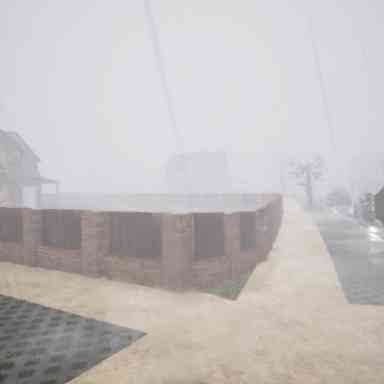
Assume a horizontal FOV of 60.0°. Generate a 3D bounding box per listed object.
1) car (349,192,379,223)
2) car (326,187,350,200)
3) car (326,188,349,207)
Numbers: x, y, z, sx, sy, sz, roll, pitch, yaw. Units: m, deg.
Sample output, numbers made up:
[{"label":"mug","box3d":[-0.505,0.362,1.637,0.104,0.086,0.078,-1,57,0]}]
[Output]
[{"label":"car","box3d":[11.240,0.816,20.089,2.097,1.767,4.553,-2,1,16]},{"label":"car","box3d":[21.098,0.146,48.203,2.097,1.767,4.553,-2,1,11]},{"label":"car","box3d":[15.124,0.670,34.466,1.837,1.490,4.892,-2,0,14]}]
